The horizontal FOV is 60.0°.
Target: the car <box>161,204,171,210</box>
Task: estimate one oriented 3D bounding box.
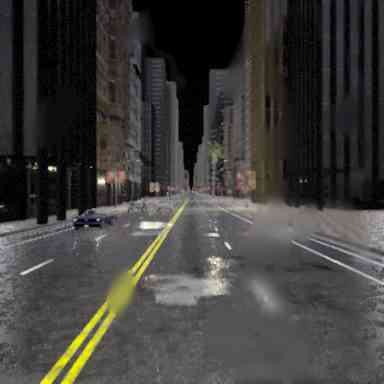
[{"bbox_3d":[-3.299,1.690,40.348,1.895,1.301,4.718,0,0,0],"label":"car"}]

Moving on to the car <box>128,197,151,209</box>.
[{"bbox_3d":[-6.549,1.624,40.374,1.812,1.442,4.674,0,0,0],"label":"car"}]

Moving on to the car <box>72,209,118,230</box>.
[{"bbox_3d":[-6.559,1.840,22.904,1.895,1.301,4.718,0,-1,0],"label":"car"}]
